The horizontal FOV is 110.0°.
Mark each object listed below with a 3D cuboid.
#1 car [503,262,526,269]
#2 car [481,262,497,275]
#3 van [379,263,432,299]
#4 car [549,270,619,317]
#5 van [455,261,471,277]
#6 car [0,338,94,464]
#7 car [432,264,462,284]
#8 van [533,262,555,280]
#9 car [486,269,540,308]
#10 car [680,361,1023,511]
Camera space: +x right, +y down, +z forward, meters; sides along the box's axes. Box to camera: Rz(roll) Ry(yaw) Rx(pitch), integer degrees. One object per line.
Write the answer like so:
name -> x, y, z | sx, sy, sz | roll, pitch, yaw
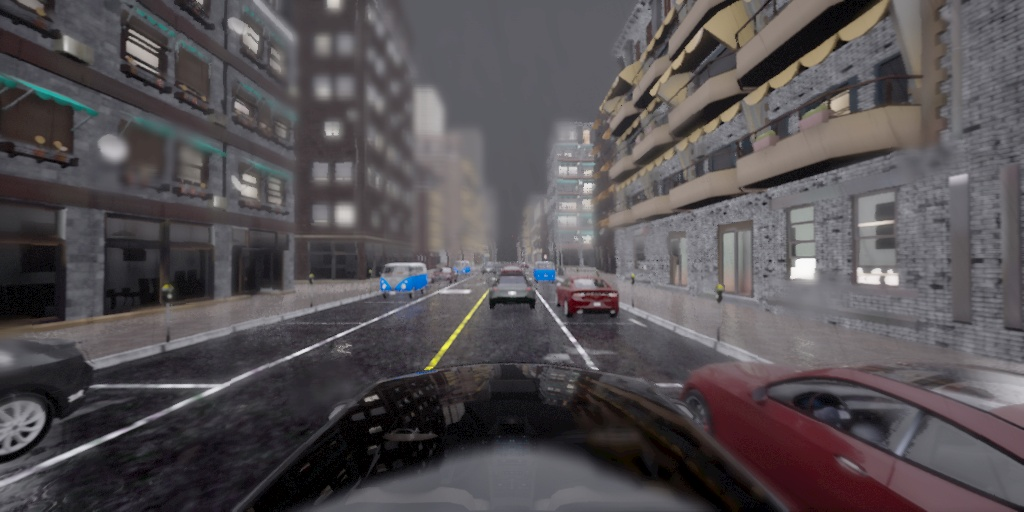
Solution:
car -> 0.001, 1.512, 31.341 | 1.882, 1.535, 5.008 | 0, 0, 0
car -> -3.011, 1.692, 48.299 | 2.128, 1.511, 4.902 | 0, -1, 0
van -> -5.693, 1.258, 19.169 | 1.690, 1.789, 3.998 | 0, 0, 0
car -> 2.687, 1.408, 13.531 | 1.888, 1.381, 4.507 | 0, 0, 0
van -> -5.809, 1.475, 41.710 | 1.690, 1.789, 3.998 | 0, 0, 0
car -> -5.690, 1.305, 2.261 | 2.007, 1.370, 4.403 | 0, 0, 0
car -> -5.695, 1.608, 30.442 | 1.802, 1.307, 4.207 | 0, 0, 0
van -> 2.685, 1.366, 30.439 | 1.690, 1.789, 3.998 | 0, 0, 0
car -> 0.007, 1.452, 16.139 | 1.994, 1.385, 4.181 | 0, -1, 0
car -> 2.690, 1.337, 2.258 | 1.802, 1.307, 4.207 | 0, 0, 0
